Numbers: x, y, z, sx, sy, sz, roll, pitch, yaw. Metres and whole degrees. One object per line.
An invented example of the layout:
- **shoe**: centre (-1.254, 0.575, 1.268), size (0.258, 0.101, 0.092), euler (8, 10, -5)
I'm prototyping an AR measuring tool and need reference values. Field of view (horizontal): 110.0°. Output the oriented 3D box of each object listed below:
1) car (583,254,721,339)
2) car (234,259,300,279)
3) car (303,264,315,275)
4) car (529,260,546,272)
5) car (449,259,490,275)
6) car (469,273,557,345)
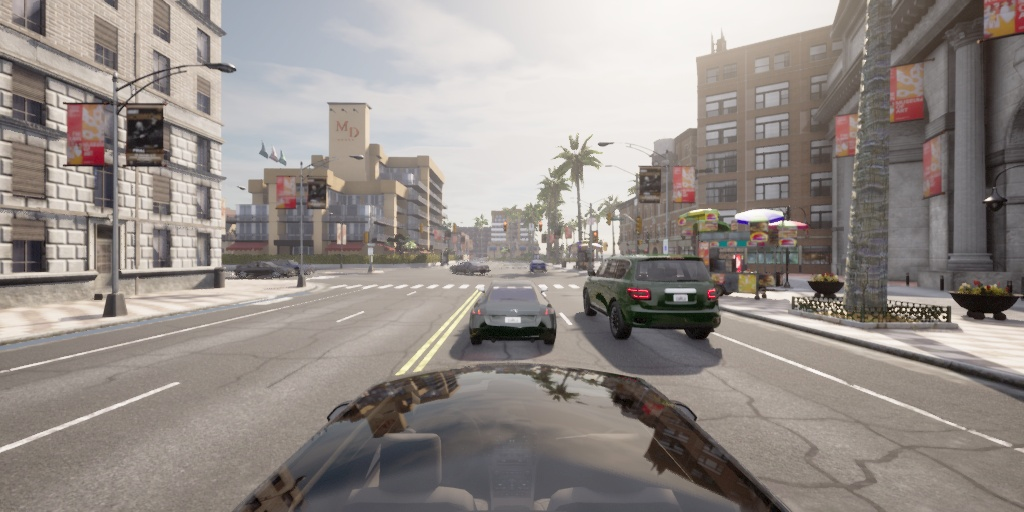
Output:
- **car**: centre (3.526, 0.971, 10.176), size (2.150, 2.045, 5.566), euler (0, 0, 0)
- **car**: centre (-22.272, 1.251, 32.448), size (4.892, 1.490, 1.837), euler (0, 0, -1)
- **car**: centre (-22.367, 1.100, 35.964), size (4.553, 1.767, 2.097), euler (0, 0, -1)
- **car**: centre (3.331, 1.225, 47.013), size (1.882, 1.535, 5.008), euler (0, 0, 0)
- **car**: centre (-4.731, 1.295, 39.445), size (2.033, 1.411, 5.357), euler (0, 0, -44)
- **car**: centre (0.025, 1.314, 9.539), size (1.994, 1.385, 4.181), euler (0, 0, 0)
